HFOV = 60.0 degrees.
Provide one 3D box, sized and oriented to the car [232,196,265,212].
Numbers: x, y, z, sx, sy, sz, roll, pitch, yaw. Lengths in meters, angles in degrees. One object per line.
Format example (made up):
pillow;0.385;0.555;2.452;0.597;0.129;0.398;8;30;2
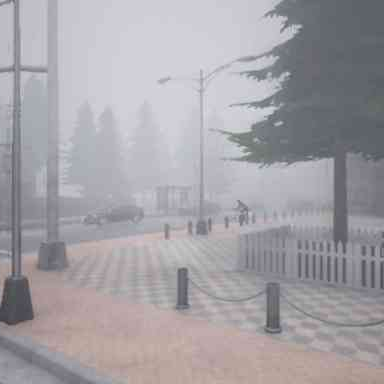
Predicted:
car;6.928;1.537;38.973;1.812;1.442;4.674;0;0;37

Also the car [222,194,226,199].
car;8.518;1.208;80.680;1.905;1.878;3.866;0;0;36

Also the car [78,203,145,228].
car;-5.406;1.503;22.787;2.128;1.511;4.902;0;0;37

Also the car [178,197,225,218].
car;0.717;1.489;30.842;1.882;1.535;5.008;0;0;37

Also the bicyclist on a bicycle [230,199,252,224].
bicyclist on a bicycle;3.200;1.301;21.747;1.656;1.620;0.582;0;0;37

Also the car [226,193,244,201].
car;10.783;1.203;79.521;1.932;1.855;4.605;0;0;36

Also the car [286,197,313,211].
car;13.450;1.357;41.497;2.097;1.767;4.553;0;0;37
